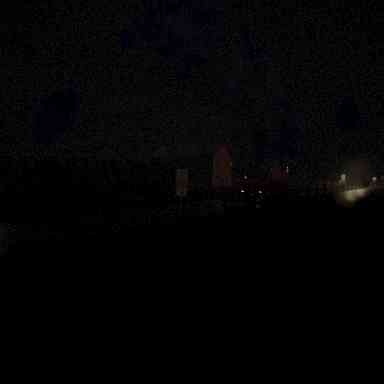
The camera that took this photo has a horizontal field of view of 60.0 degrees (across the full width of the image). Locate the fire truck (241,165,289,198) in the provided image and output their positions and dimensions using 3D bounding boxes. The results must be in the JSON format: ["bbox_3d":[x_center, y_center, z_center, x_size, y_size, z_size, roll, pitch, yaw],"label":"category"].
[{"bbox_3d":[9.185,-1.352,41.259,2.891,3.827,8.468,3,4,36],"label":"fire truck"}]
